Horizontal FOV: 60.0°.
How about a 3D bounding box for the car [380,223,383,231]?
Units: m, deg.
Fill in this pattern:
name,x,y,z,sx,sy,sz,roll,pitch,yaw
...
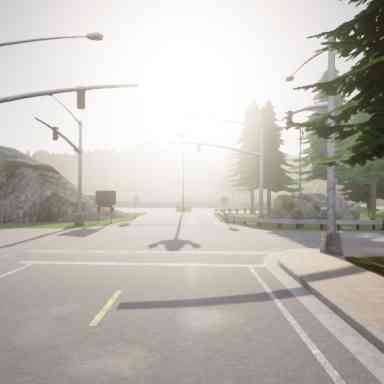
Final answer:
name,x,y,z,sx,sy,sz,roll,pitch,yaw
car,15.040,2.056,21.130,5.357,1.411,2.033,0,-1,-2
